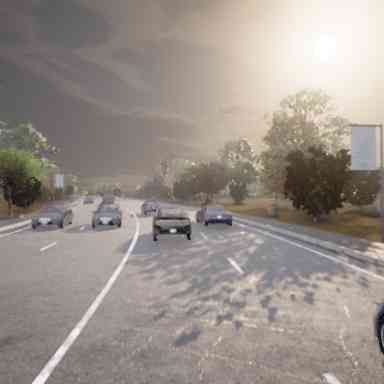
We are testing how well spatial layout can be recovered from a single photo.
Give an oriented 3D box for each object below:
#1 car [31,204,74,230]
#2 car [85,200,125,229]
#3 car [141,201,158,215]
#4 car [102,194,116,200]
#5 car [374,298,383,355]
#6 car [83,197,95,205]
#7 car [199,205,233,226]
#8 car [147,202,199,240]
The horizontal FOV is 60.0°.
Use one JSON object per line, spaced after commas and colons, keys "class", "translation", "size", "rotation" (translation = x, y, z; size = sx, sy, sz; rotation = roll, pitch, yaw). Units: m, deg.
{"class": "car", "translation": [-9.048, 1.545, 21.927], "size": [2.128, 1.511, 4.902], "rotation": [0, 0, -10]}
{"class": "car", "translation": [-5.559, 1.540, 22.291], "size": [2.128, 1.511, 4.902], "rotation": [0, 0, -10]}
{"class": "car", "translation": [-4.354, 1.616, 35.419], "size": [2.033, 1.411, 5.357], "rotation": [0, 0, -13]}
{"class": "car", "translation": [-15.554, 1.350, 62.132], "size": [2.150, 2.045, 5.566], "rotation": [0, 0, -17]}
{"class": "car", "translation": [3.461, 1.521, 2.662], "size": [1.812, 1.442, 4.674], "rotation": [0, 0, -1]}
{"class": "car", "translation": [-19.151, 1.628, 61.923], "size": [1.837, 1.490, 4.892], "rotation": [0, 0, -17]}
{"class": "car", "translation": [1.484, 1.602, 23.687], "size": [1.994, 1.385, 4.181], "rotation": [0, 0, -9]}
{"class": "car", "translation": [-1.134, 1.523, 17.274], "size": [2.128, 1.511, 4.902], "rotation": [0, 0, -7]}
